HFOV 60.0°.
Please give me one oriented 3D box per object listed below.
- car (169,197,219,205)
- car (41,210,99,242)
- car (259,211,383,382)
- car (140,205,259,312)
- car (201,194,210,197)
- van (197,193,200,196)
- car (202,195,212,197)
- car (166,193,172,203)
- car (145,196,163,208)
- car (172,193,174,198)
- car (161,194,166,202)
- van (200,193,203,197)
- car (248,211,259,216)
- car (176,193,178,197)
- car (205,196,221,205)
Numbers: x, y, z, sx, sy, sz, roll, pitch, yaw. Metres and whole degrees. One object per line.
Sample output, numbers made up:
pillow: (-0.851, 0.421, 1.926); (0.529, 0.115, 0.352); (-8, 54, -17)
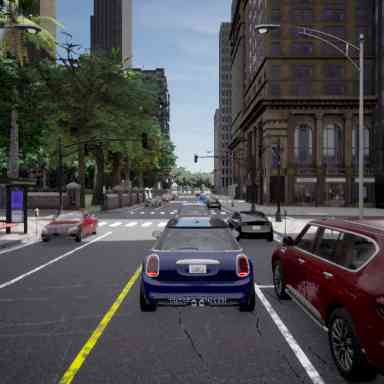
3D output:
car: (0.088, 1.348, 17.414); (2.097, 1.767, 4.553); (0, 0, 0)
car: (-5.778, 1.578, 16.244); (1.802, 1.307, 4.206); (0, 0, 0)
car: (2.754, 1.314, 5.382); (2.192, 1.841, 5.009); (0, 0, 0)
car: (0.097, 1.351, 7.880); (2.097, 1.767, 4.553); (0, 0, 0)
car: (2.720, 1.499, 53.680); (1.752, 1.417, 4.829); (0, 0, 0)
van: (2.700, 1.282, 80.612); (1.690, 1.788, 3.998); (0, 0, 0)
car: (2.724, 1.544, 48.090); (1.947, 1.339, 4.313); (0, 0, 0)
car: (-5.817, 1.396, 69.785); (1.967, 1.590, 4.097); (0, 0, 0)
car: (-5.801, 1.528, 48.104); (2.008, 1.369, 4.403); (0, 0, 0)
car: (-5.822, 1.263, 75.205); (2.192, 1.841, 5.009); (0, 0, 0)
car: (-5.806, 1.413, 53.524); (1.967, 1.590, 4.097); (0, 0, 0)
van: (2.715, 1.309, 58.931); (1.690, 1.788, 3.998); (0, 0, 0)
car: (2.747, 1.562, 16.233); (1.947, 1.339, 4.313); (0, 0, 0)
car: (-5.833, 1.239, 91.466); (2.192, 1.841, 5.009); (0, 0, 0)
car: (2.728, 1.547, 42.670); (1.947, 1.339, 4.313); (0, 0, 0)
